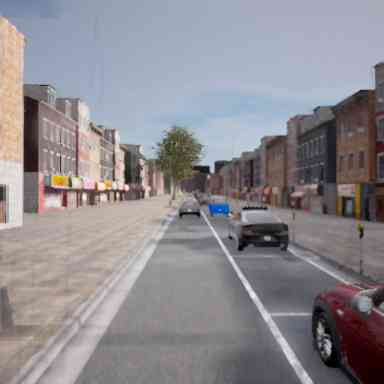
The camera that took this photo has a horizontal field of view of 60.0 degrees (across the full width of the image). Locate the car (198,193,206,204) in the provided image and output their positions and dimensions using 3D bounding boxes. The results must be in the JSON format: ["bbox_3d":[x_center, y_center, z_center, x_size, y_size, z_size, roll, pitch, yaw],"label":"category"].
[{"bbox_3d":[2.249,1.364,52.951,1.967,1.590,4.097,0,0,0],"label":"car"}]

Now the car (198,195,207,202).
[{"bbox_3d":[2.118,1.372,69.745,1.752,1.417,4.829,1,0,0],"label":"car"}]

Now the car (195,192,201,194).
[{"bbox_3d":[2.207,1.214,58.491,2.192,1.841,5.009,1,0,0],"label":"car"}]

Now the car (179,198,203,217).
[{"bbox_3d":[-0.179,1.557,31.302,1.994,1.385,4.181,0,0,1],"label":"car"}]

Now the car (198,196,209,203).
[{"bbox_3d":[2.162,1.440,64.033,1.947,1.339,4.313,1,0,0],"label":"car"}]

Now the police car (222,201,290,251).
[{"bbox_3d":[2.651,1.426,14.335,1.930,1.638,5.238,0,0,0],"label":"police car"}]

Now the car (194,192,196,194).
[{"bbox_3d":[1.991,1.307,86.199,2.008,1.369,4.403,1,0,0],"label":"car"}]

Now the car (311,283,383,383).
[{"bbox_3d":[2.631,1.436,3.078,1.967,1.590,4.097,0,0,0],"label":"car"}]

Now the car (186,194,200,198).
[{"bbox_3d":[-0.283,1.436,44.982,1.882,1.535,5.008,0,0,0],"label":"car"}]

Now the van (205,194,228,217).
[{"bbox_3d":[2.419,1.330,30.784,1.690,1.788,3.998,0,0,0],"label":"van"}]
